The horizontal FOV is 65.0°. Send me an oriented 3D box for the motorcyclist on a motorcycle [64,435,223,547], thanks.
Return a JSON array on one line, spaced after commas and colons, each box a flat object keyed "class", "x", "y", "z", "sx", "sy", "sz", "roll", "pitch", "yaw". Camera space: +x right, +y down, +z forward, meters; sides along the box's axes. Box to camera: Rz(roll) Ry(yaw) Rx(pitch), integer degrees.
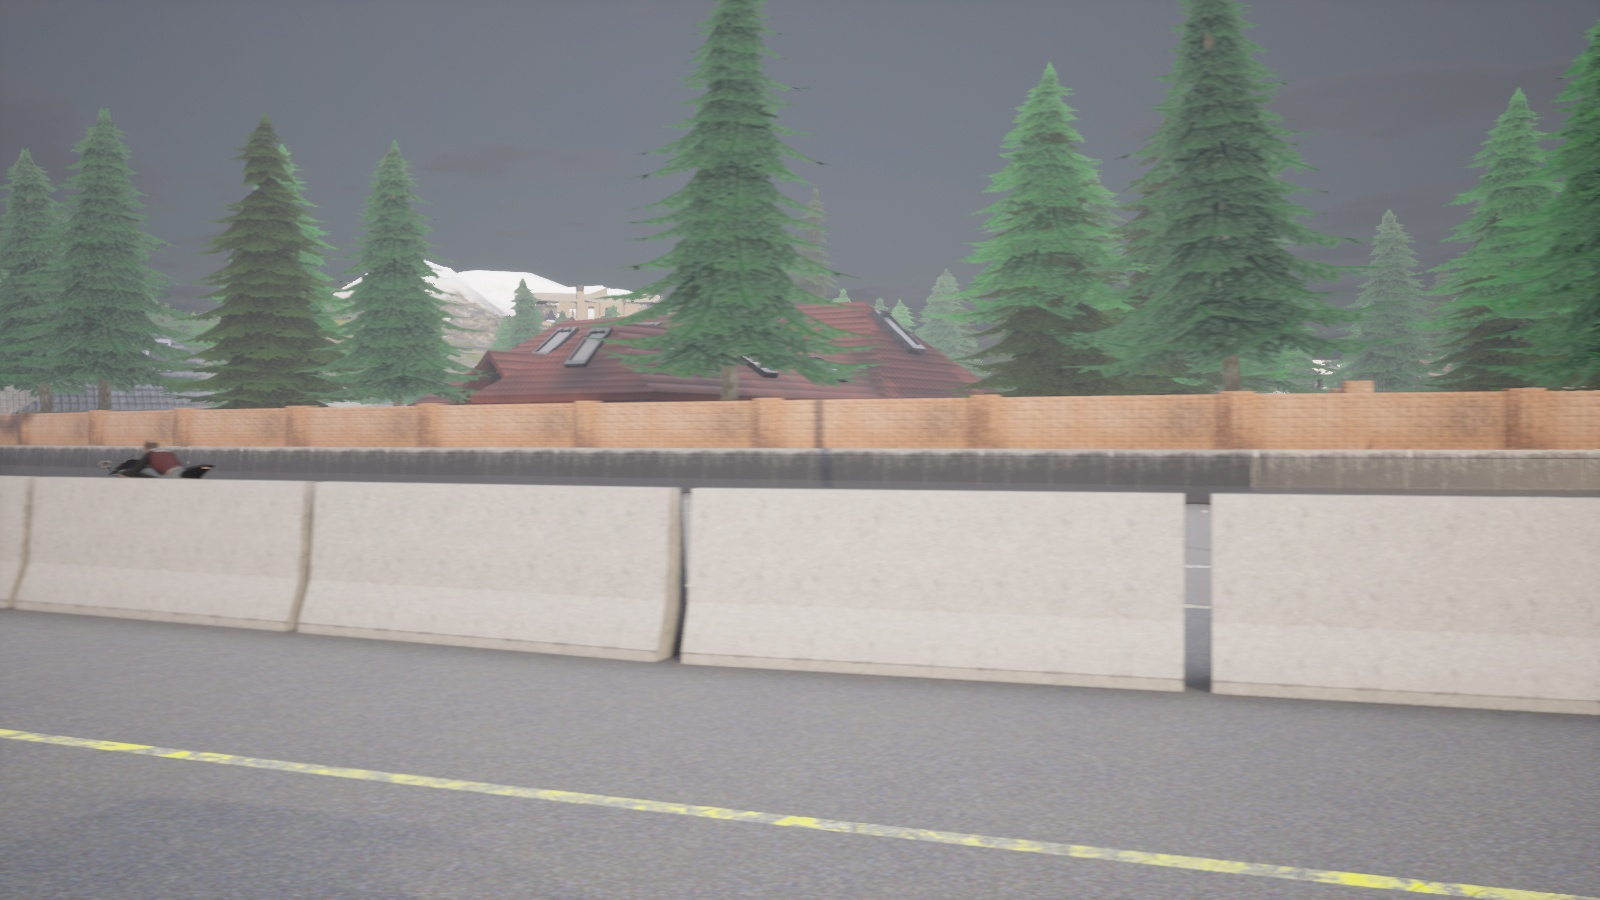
[{"class": "motorcyclist on a motorcycle", "x": -9.551, "y": 0.564, "z": 18.266, "sx": 2.191, "sy": 1.530, "sz": 0.866, "roll": 1, "pitch": 0, "yaw": 24}]
